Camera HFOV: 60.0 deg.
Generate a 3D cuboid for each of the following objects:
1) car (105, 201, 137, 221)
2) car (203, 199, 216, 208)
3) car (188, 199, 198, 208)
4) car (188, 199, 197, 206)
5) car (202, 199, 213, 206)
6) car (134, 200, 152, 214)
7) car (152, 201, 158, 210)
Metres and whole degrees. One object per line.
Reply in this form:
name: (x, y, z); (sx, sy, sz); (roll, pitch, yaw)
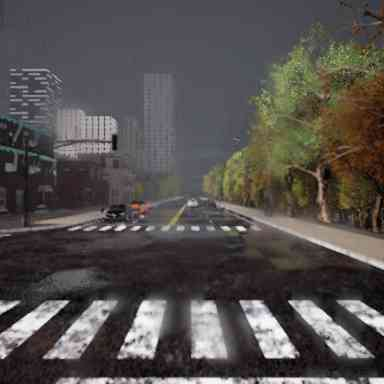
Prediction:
car: (-6.575, 1.826, 30.434); (1.837, 1.490, 4.892); (0, -1, 0)
car: (3.399, 2.180, 60.587); (2.033, 1.411, 5.357); (0, -1, 0)
car: (0.142, 2.168, 61.468); (1.812, 1.442, 4.674); (0, -1, 0)
car: (0.073, 2.224, 71.661); (1.882, 1.535, 5.008); (0, -1, 0)
car: (3.316, 2.282, 71.241); (2.033, 1.411, 5.357); (0, -1, 0)
car: (-6.564, 1.779, 40.680); (2.097, 1.767, 4.553); (0, -1, 0)
car: (-6.542, 2.156, 53.038); (1.895, 1.301, 4.718); (0, -1, 0)
